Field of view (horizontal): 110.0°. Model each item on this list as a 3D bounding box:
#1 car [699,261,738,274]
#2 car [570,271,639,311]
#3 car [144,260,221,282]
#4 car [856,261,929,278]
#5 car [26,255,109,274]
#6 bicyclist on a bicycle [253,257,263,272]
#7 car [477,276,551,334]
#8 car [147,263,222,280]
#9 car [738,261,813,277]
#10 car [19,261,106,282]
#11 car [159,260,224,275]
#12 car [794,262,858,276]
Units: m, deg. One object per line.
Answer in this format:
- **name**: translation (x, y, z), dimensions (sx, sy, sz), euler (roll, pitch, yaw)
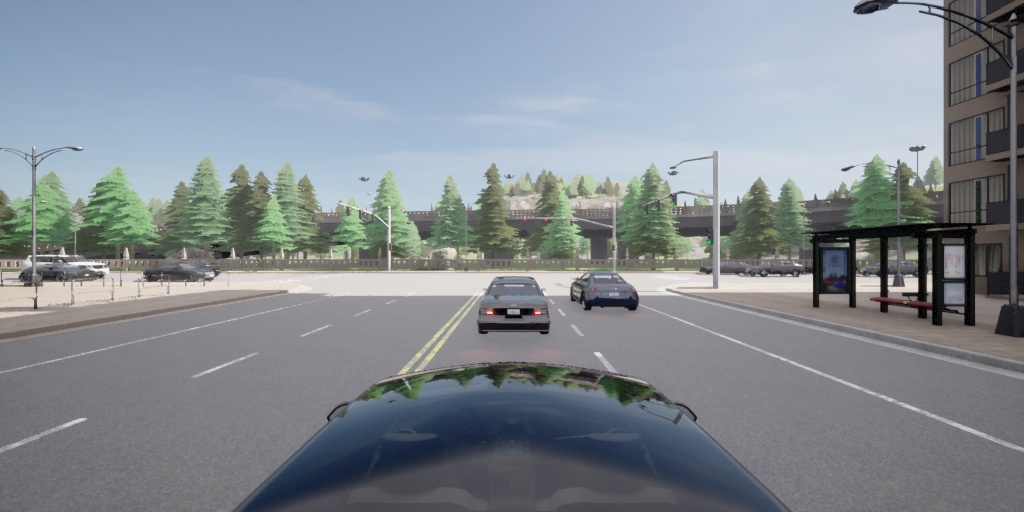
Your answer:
- **car**: translation (22.412, 1.242, 37.131), dimensions (5.357, 1.411, 2.033), euler (0, 0, 1)
- **car**: translation (3.580, 1.314, 14.556), dimensions (1.994, 1.385, 4.181), euler (0, 0, 0)
- **car**: translation (-25.015, 1.220, 27.097), dimensions (4.674, 1.442, 1.812), euler (0, 0, 0)
- **car**: translation (34.892, 1.186, 32.914), dimensions (4.902, 1.511, 2.128), euler (0, 0, 8)
- **car**: translation (-38.078, 0.916, 30.623), dimensions (5.566, 2.045, 2.150), euler (0, 0, -1)
- **bicyclist on a bicycle**: translation (-29.460, 0.995, 41.648), dimensions (0.582, 1.620, 1.656), euler (0, 0, 1)
- **car**: translation (0.060, 1.297, 10.545), dimensions (2.033, 1.411, 5.357), euler (0, 0, 1)
- **car**: translation (-27.879, 1.295, 30.627), dimensions (4.718, 1.301, 1.895), euler (0, 0, 1)
- **car**: translation (24.528, 1.186, 33.550), dimensions (4.902, 1.511, 2.128), euler (0, 0, 2)
- **car**: translation (-34.173, 1.259, 27.125), dimensions (4.181, 1.385, 1.994), euler (0, 0, 0)
- **car**: translation (-33.787, 1.186, 37.908), dimensions (4.902, 1.511, 2.128), euler (0, 0, 0)
- **car**: translation (32.054, 1.295, 36.725), dimensions (4.718, 1.301, 1.895), euler (0, 0, 4)
